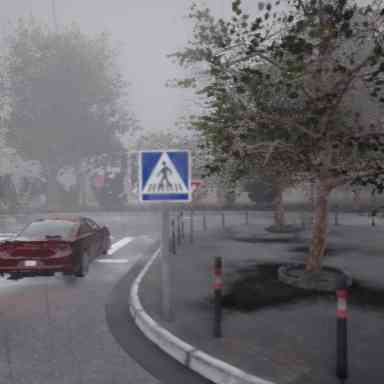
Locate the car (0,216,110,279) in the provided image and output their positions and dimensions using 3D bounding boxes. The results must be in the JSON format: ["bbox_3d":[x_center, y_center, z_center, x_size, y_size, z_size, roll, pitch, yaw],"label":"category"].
[{"bbox_3d":[-3.817,1.455,10.092,1.882,1.535,5.008,-1,1,-3],"label":"car"}]
